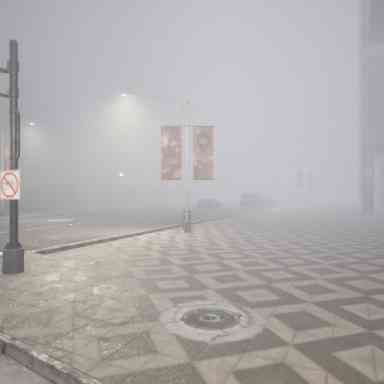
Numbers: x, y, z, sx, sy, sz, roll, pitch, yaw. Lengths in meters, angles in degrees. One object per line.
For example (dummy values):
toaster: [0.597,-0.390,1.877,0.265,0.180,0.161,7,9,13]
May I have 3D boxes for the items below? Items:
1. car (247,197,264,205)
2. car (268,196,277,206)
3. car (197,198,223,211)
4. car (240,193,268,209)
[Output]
car: [11.411,1.558,59.402,1.895,1.301,4.718,0,0,26]
car: [12.817,1.448,55.095,2.128,1.511,4.902,0,0,26]
car: [2.184,1.482,40.528,1.837,1.490,4.892,0,0,26]
car: [8.297,1.188,45.768,2.150,2.045,5.566,0,0,27]
